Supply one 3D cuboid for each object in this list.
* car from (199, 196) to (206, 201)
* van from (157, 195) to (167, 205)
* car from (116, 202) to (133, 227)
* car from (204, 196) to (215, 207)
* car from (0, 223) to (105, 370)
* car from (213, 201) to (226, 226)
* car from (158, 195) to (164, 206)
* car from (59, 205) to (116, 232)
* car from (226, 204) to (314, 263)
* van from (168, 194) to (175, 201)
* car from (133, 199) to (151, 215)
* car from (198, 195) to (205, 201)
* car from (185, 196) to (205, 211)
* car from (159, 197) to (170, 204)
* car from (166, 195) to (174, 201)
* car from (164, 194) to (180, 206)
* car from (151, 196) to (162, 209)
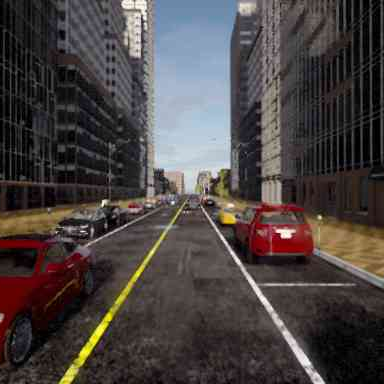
[{"bbox_3d":[2.713,1.679,85.932,1.802,1.307,4.206,0,0,0],"label":"car"},{"bbox_3d":[-5.672,1.422,63.180,1.690,1.788,3.998,0,0,0],"label":"van"},{"bbox_3d":[-5.682,1.604,23.334,1.947,1.339,4.313,0,0,0],"label":"car"},{"bbox_3d":[2.705,1.636,51.780,1.947,1.339,4.313,0,0,0],"label":"car"},{"bbox_3d":[-3.100,1.536,5.853,1.812,1.442,4.674,0,0,0],"label":"car"},{"bbox_3d":[2.699,1.563,23.489,1.752,1.417,4.829,0,0,0],"label":"car"},{"bbox_3d":[-5.674,1.621,57.487,1.887,1.381,4.507,0,0,0],"label":"car"},{"bbox_3d":[-5.683,1.581,17.641,2.008,1.369,4.403,0,0,0],"label":"car"},{"bbox_3d":[2.697,1.336,11.936,2.192,1.841,5.009,0,0,0],"label":"car"},{"bbox_3d":[-5.665,1.441,91.641,1.690,1.788,3.998,0,0,0],"label":"van"},{"bbox_3d":[-5.679,1.634,34.717,1.802,1.307,4.206,0,0,0],"label":"car"},{"bbox_3d":[2.714,1.625,91.794,1.752,1.417,4.829,0,0,0],"label":"car"},{"bbox_3d":[0.110,1.550,41.197,2.128,1.511,4.902,0,0,0],"label":"car"},{"bbox_3d":[-5.671,1.668,68.872,1.802,1.307,4.206,0,0,0],"label":"car"},{"bbox_3d":[-5.667,1.537,85.948,1.967,1.590,4.097,0,0,0],"label":"car"},{"bbox_3d":[-3.002,1.567,55.144,2.128,1.511,4.902,0,0,0],"label":"car"},{"bbox_3d":[-5.677,1.615,46.103,2.008,1.369,4.403,0,0,0],"label":"car"}]
